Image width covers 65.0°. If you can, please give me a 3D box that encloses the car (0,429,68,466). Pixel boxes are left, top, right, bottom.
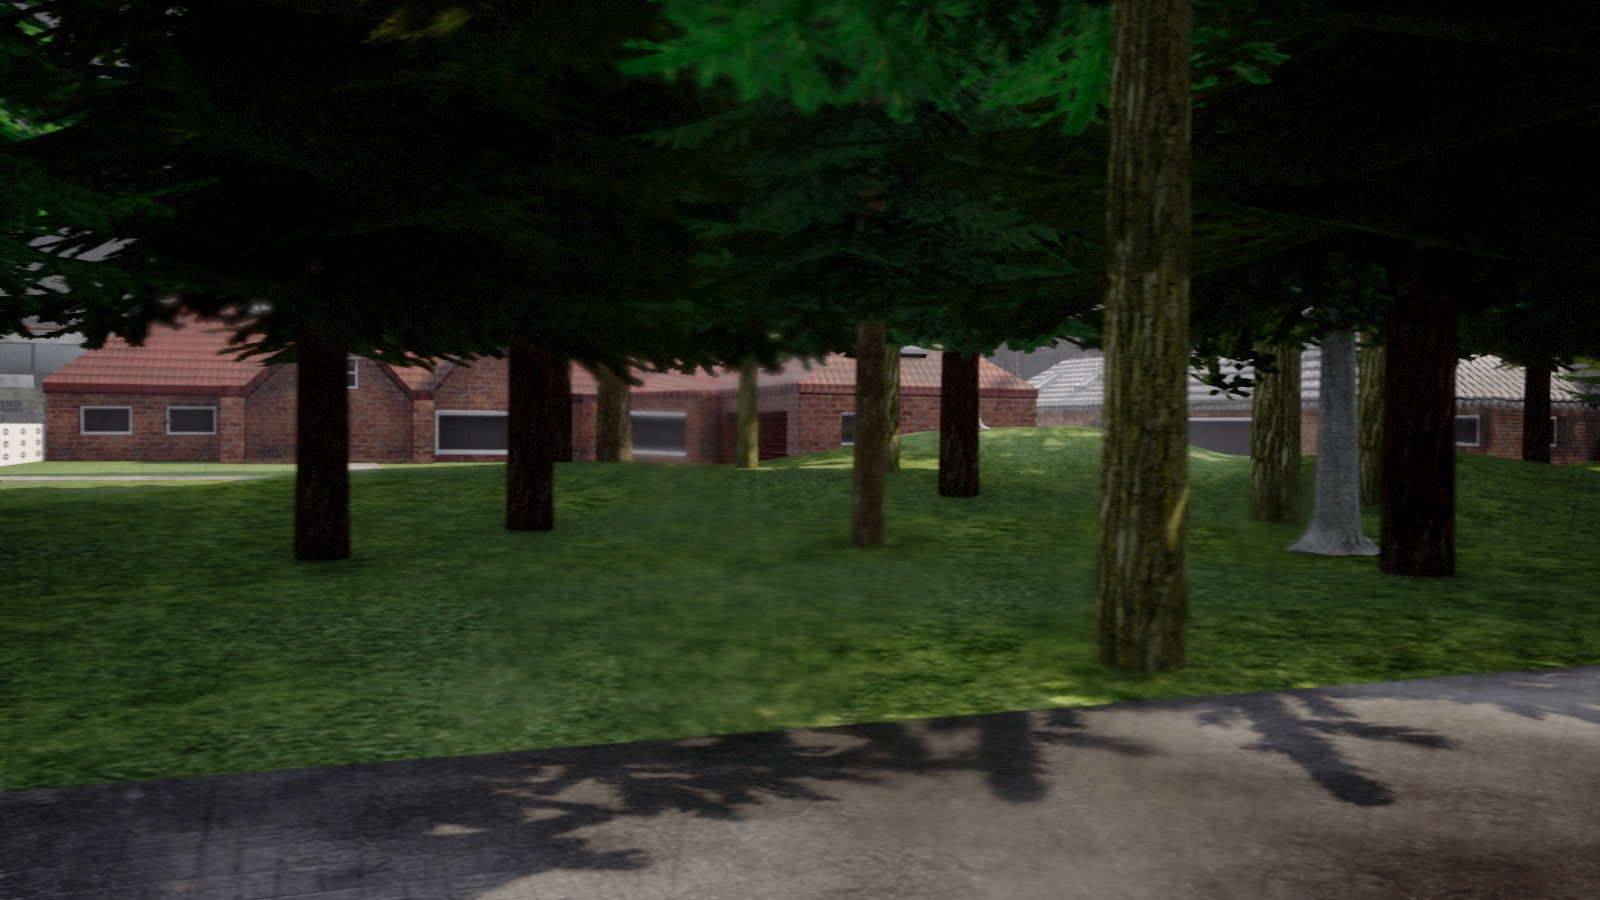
[{"bbox_3d":[-44.504,-0.149,70.484,5.566,2.045,2.150,-1,1,-20],"label":"car"}]
